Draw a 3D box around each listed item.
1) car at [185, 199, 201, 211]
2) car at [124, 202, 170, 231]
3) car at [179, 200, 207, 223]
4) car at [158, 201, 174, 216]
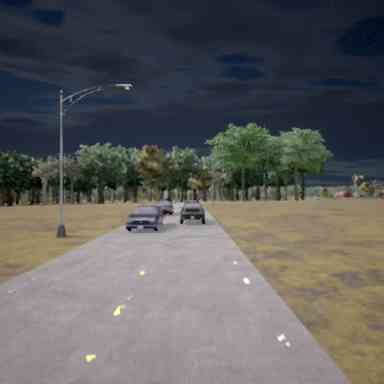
[{"bbox_3d":[0.079,1.680,43.684,1.994,1.385,4.181,0,0,0],"label":"car"},{"bbox_3d":[-2.778,1.551,20.700,2.033,1.411,5.357,0,0,1],"label":"car"},{"bbox_3d":[0.057,1.520,25.789,1.837,1.490,4.892,0,0,0],"label":"car"},{"bbox_3d":[-2.787,1.592,33.453,2.033,1.411,5.357,0,0,1],"label":"car"}]
